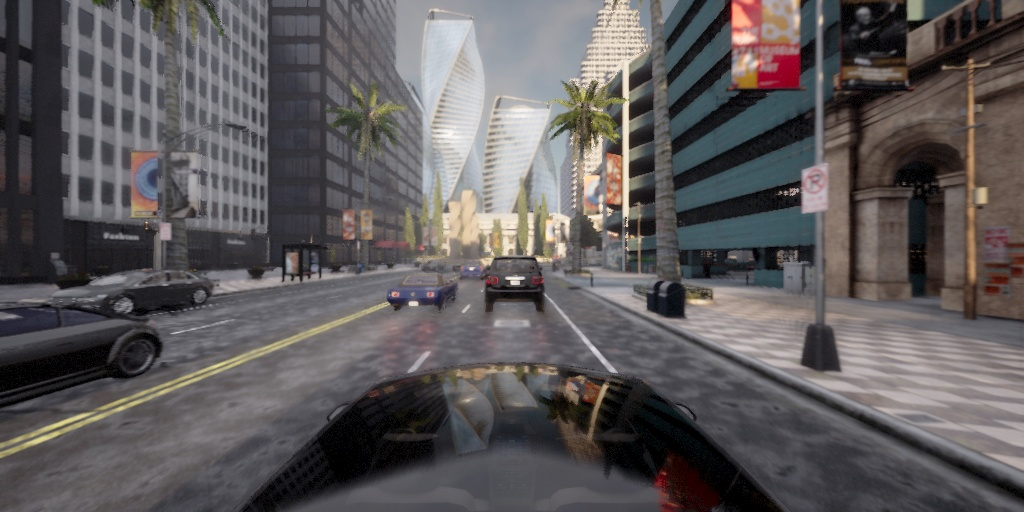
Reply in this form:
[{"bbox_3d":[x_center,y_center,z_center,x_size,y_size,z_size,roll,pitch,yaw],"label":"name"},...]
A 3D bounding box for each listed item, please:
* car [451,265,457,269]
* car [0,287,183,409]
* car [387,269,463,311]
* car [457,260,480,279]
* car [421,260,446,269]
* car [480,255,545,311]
[{"bbox_3d":[-6.125,1.396,46.070,1.895,1.301,4.718,0,0,11],"label":"car"},{"bbox_3d":[-7.099,1.317,4.511,1.994,1.385,4.181,0,0,0],"label":"car"},{"bbox_3d":[-3.400,1.364,14.610,1.895,1.301,4.718,0,0,0],"label":"car"},{"bbox_3d":[-3.379,1.133,32.316,2.097,1.767,4.553,0,0,0],"label":"car"},{"bbox_3d":[-9.727,1.300,44.928,1.837,1.490,4.892,-1,0,9],"label":"car"},{"bbox_3d":[0.106,0.985,14.660,2.150,2.045,5.566,0,0,0],"label":"car"}]
